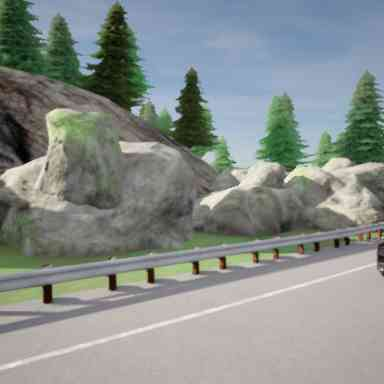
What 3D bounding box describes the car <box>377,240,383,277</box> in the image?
[{"bbox_3d":[6.767,1.511,8.963,4.892,1.490,1.837,0,0,-38],"label":"car"}]
